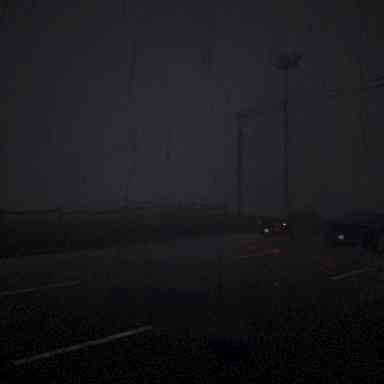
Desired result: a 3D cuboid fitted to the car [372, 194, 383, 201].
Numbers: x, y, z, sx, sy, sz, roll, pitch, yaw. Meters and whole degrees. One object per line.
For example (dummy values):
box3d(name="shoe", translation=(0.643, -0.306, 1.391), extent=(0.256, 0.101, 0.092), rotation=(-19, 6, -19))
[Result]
box3d(name="car", translation=(44.634, 1.341, 77.187), extent=(2.097, 1.767, 4.553), rotation=(0, 0, -7))

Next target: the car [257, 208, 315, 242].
box3d(name="car", translation=(5.168, 1.523, 16.259), extent=(4.674, 1.442, 1.812), rotation=(0, 0, -37))

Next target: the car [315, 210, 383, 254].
box3d(name="car", translation=(7.380, 1.475, 13.551), extent=(5.008, 1.535, 1.882), rotation=(0, 0, -37))

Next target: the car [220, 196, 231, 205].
box3d(name="car", translation=(5.006, 1.520, 59.301), extent=(1.812, 1.442, 4.674), rotation=(0, 0, -36))

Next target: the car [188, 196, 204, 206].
box3d(name="car", translation=(-0.786, 1.543, 55.320), extent=(2.033, 1.411, 5.357), rotation=(0, 0, -36))

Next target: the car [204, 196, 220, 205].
box3d(name="car", translation=(2.074, 1.472, 57.358), extent=(1.882, 1.535, 5.008), rotation=(0, 0, -36))

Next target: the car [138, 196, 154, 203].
box3d(name="car", translation=(-10.293, 1.437, 68.481), extent=(1.994, 1.385, 4.181), rotation=(0, 0, -36))

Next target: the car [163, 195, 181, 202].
box3d(name="car", translation=(-4.302, 1.454, 72.147), extent=(1.994, 1.385, 4.181), rotation=(0, 0, -36))

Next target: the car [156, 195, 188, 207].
box3d(name="car", translation=(-3.221, 1.502, 52.711), extent=(1.837, 1.490, 4.892), rotation=(0, 0, -36))

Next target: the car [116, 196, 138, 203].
box3d(name="car", translation=(-13.626, 1.612, 67.110), extent=(2.033, 1.411, 5.357), rotation=(0, 0, -36))

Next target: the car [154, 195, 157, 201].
box3d(name="car", translation=(-7.455, 1.424, 70.529), extent=(2.033, 1.411, 5.357), rotation=(0, 0, -36))
